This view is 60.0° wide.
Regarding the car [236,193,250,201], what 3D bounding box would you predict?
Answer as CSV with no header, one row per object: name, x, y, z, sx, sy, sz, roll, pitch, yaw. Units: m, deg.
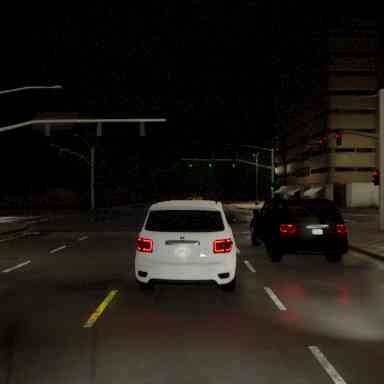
car,13.060,1.225,80.679,5.566,2.045,2.150,0,0,-41

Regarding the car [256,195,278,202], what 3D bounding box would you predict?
car,18.189,1.540,80.172,5.357,1.411,2.033,0,0,-34

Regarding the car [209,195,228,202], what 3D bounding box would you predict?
car,6.367,1.525,78.940,2.128,1.511,4.902,0,0,38

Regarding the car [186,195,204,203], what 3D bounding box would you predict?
car,0.651,1.478,70.309,1.882,1.535,5.008,0,0,23

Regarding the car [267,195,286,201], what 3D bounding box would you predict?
car,21.827,1.524,86.198,4.674,1.442,1.812,0,0,-22

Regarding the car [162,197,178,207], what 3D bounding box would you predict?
car,-3.371,1.505,51.545,1.837,1.490,4.892,0,0,3

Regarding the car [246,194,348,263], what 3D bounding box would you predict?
car,3.576,1.221,12.116,2.150,2.045,5.566,0,0,0

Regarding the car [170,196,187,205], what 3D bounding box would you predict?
car,-2.436,1.505,60.782,1.837,1.490,4.892,0,0,13

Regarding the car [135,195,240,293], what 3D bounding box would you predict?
car,0.015,1.221,9.090,2.150,2.045,5.566,0,0,4
